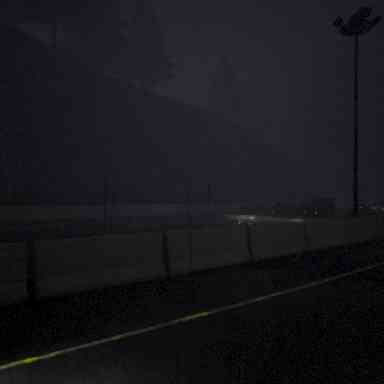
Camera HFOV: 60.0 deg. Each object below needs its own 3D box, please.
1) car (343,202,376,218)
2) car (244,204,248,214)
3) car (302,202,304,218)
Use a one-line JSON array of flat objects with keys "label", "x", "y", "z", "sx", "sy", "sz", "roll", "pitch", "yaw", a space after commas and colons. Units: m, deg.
[{"label": "car", "x": 16.580, "y": 1.954, "z": 32.908, "sx": 1.994, "sy": 1.385, "sz": 4.181, "roll": 0, "pitch": -1, "yaw": 43}, {"label": "car", "x": 7.621, "y": 1.829, "z": 38.702, "sx": 1.882, "sy": 1.535, "sz": 5.008, "roll": 0, "pitch": 0, "yaw": 44}, {"label": "car", "x": 12.829, "y": 1.587, "z": 34.008, "sx": 2.150, "sy": 2.045, "sz": 5.566, "roll": 0, "pitch": -1, "yaw": 44}]
